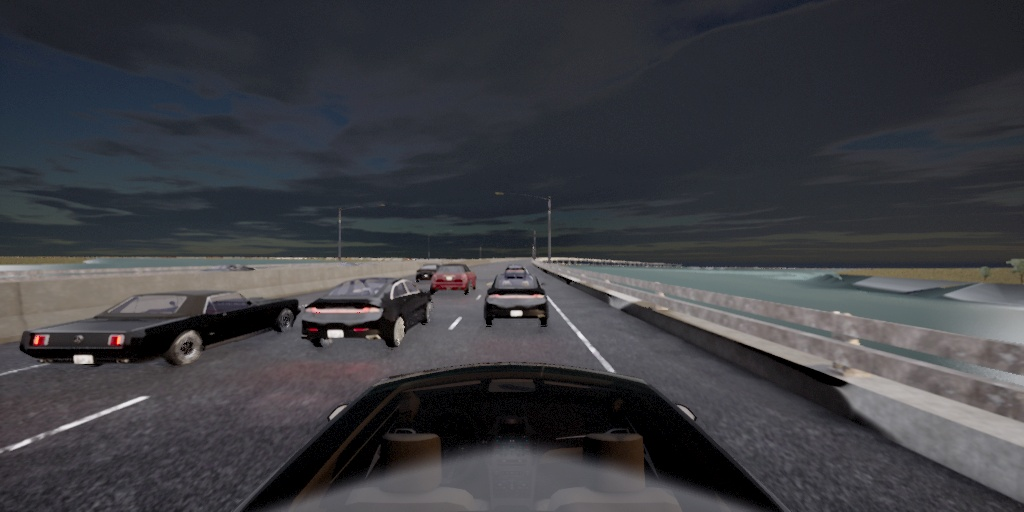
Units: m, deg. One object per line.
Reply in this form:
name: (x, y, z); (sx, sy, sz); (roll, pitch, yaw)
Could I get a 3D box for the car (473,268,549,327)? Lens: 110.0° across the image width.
car: (0.129, 1.311, 11.868); (2.128, 1.511, 4.902); (0, 0, 0)

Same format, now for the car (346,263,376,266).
car: (-17.262, 1.570, 42.859); (2.033, 1.411, 5.357); (0, 0, 1)

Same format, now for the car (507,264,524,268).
car: (0.283, 1.442, 31.520); (2.128, 1.511, 4.902); (0, 0, 1)

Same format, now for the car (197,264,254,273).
car: (-24.427, 1.436, 30.702); (2.128, 1.511, 4.902); (0, 0, 1)

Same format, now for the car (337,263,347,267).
car: (-20.721, 1.584, 45.042); (2.033, 1.411, 5.357); (0, 0, 1)

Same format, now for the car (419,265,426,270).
car: (-6.728, 1.422, 30.626); (1.882, 1.535, 5.008); (0, 0, 1)

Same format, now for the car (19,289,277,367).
car: (-6.886, 1.393, 7.993); (1.895, 1.301, 4.718); (0, 0, 0)

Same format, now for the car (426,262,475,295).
car: (-3.312, 1.233, 21.151); (2.097, 1.767, 4.553); (0, 0, 1)

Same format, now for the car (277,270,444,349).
car: (-3.381, 1.294, 9.310); (2.128, 1.511, 4.902); (0, 0, 0)
